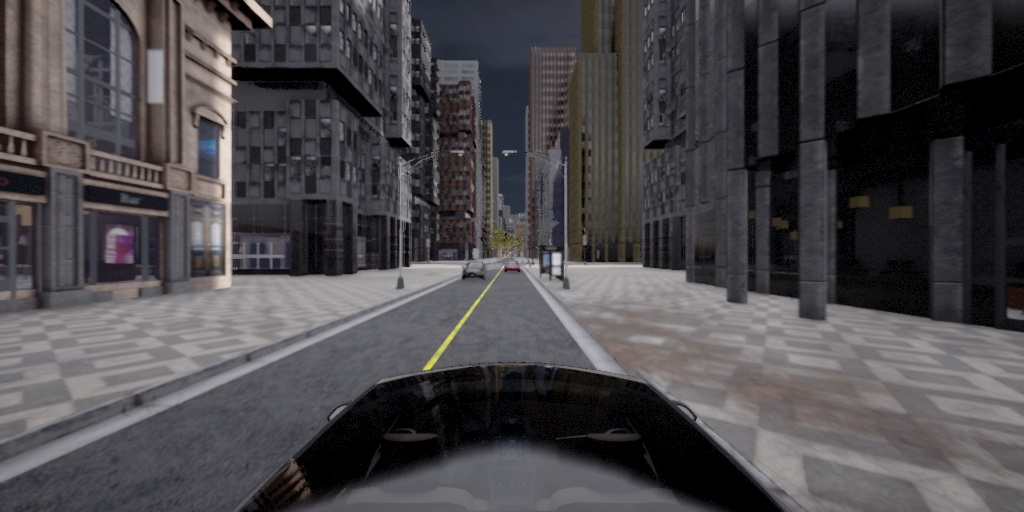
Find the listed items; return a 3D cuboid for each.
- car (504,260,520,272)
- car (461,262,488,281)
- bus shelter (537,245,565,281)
[{"bbox_3d":[0.051,1.272,45.227,1.994,1.385,4.181,0,0,1],"label":"car"},{"bbox_3d":[-3.105,1.232,30.320,1.837,1.490,4.892,0,0,0],"label":"car"},{"bbox_3d":[3.125,0.606,27.817,1.920,2.740,3.880,0,0,0],"label":"bus shelter"}]
